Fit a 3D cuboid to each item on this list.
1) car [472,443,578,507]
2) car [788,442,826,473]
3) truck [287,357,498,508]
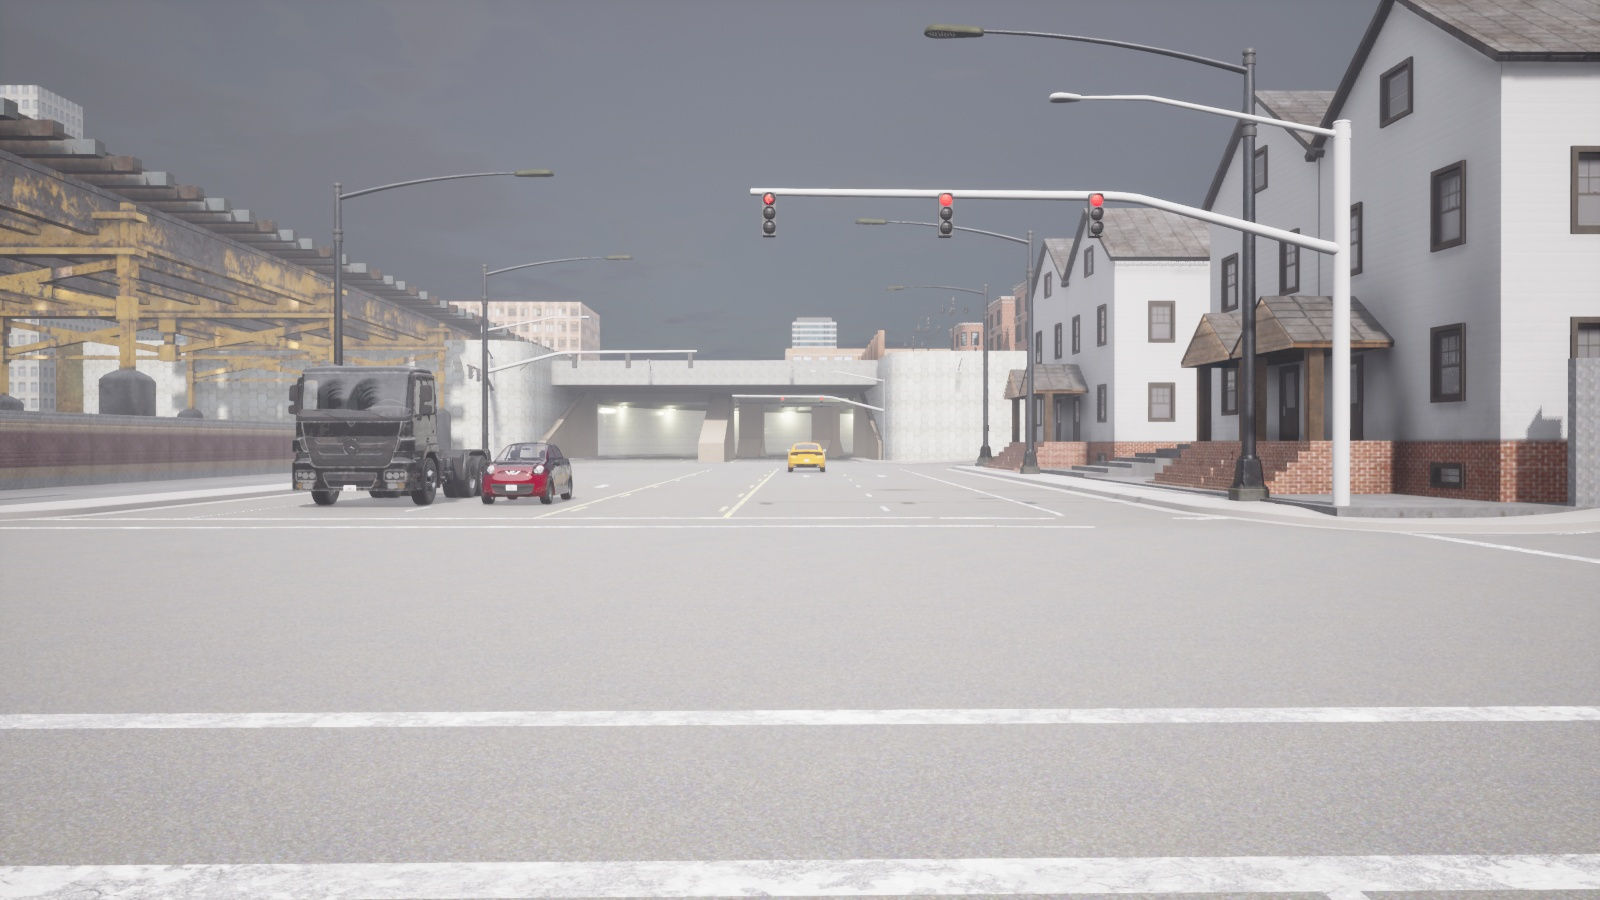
[{"bbox_3d":[-6.827,0.577,31.538,1.845,1.501,3.633,0,0,0],"label":"car"},{"bbox_3d":[0.343,0.357,65.105,1.882,1.535,5.008,0,0,0],"label":"car"},{"bbox_3d":[-10.319,-0.429,32.822,2.891,3.462,7.936,0,0,0],"label":"truck"}]
